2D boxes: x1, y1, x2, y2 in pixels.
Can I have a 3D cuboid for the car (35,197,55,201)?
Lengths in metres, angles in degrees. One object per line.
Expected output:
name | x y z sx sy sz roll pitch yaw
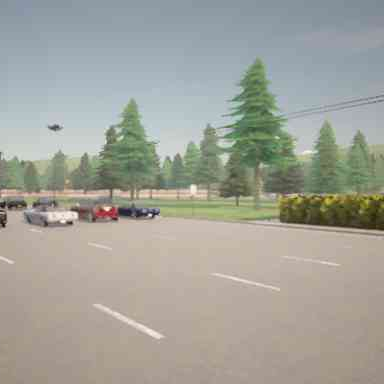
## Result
car | -18.151 1.372 41.076 1.812 1.442 4.674 0 0 -44

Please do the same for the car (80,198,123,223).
car | -7.495 1.261 25.056 2.097 1.767 4.553 0 0 -44

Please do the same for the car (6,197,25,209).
car | -20.982 1.329 38.987 1.882 1.535 5.008 0 0 -44

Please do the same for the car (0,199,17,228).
car | -12.957 1.411 20.634 2.128 1.511 4.902 0 0 -44

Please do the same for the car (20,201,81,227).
car | -9.496 1.518 22.093 1.895 1.301 4.718 0 0 -44

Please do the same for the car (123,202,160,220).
car | -4.776 1.504 27.279 1.895 1.301 4.718 0 0 -44
